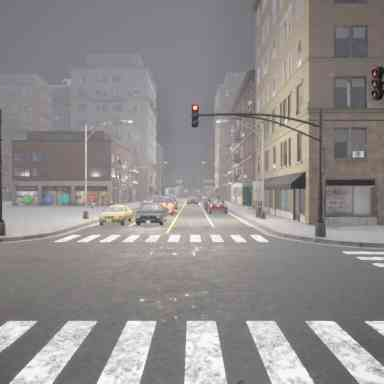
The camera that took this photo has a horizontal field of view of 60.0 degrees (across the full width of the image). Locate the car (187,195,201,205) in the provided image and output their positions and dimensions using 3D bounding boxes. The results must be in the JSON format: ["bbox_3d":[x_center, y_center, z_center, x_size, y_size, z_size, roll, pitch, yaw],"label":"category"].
[{"bbox_3d":[0.123,1.604,57.395,1.895,1.301,4.718,0,0,0],"label":"car"}]

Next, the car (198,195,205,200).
[{"bbox_3d":[2.668,1.575,91.987,1.947,1.339,4.313,0,0,0],"label":"car"}]

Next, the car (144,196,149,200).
[{"bbox_3d":[-5.375,1.553,41.033,2.008,1.369,4.403,0,0,0],"label":"car"}]

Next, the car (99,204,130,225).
[{"bbox_3d":[-5.381,1.526,23.877,1.752,1.417,4.829,0,0,0],"label":"car"}]

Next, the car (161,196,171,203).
[{"bbox_3d":[-5.365,1.530,69.173,1.752,1.417,4.829,0,0,0],"label":"car"}]

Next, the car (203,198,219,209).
[{"bbox_3d":[2.652,1.568,46.692,1.947,1.339,4.313,0,0,0],"label":"car"}]

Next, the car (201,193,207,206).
[{"bbox_3d":[2.650,1.317,41.030,2.192,1.841,5.009,0,0,0],"label":"car"}]

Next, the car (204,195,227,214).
[{"bbox_3d":[2.648,1.441,35.368,1.967,1.590,4.097,0,0,0],"label":"car"}]

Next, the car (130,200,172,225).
[{"bbox_3d":[-2.841,1.548,24.159,2.033,1.411,5.357,0,0,0],"label":"car"}]

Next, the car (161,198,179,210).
[{"bbox_3d":[-2.831,1.550,44.216,2.033,1.411,5.357,0,0,0],"label":"car"}]

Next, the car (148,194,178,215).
[{"bbox_3d":[-2.841,1.353,33.808,2.097,1.767,4.553,0,0,0],"label":"car"}]

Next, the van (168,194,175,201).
[{"bbox_3d":[-5.359,1.349,86.328,1.690,1.788,3.998,0,0,0],"label":"van"}]

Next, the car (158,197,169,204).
[{"bbox_3d":[-5.367,1.586,63.681,1.802,1.307,4.206,0,0,0],"label":"car"}]
